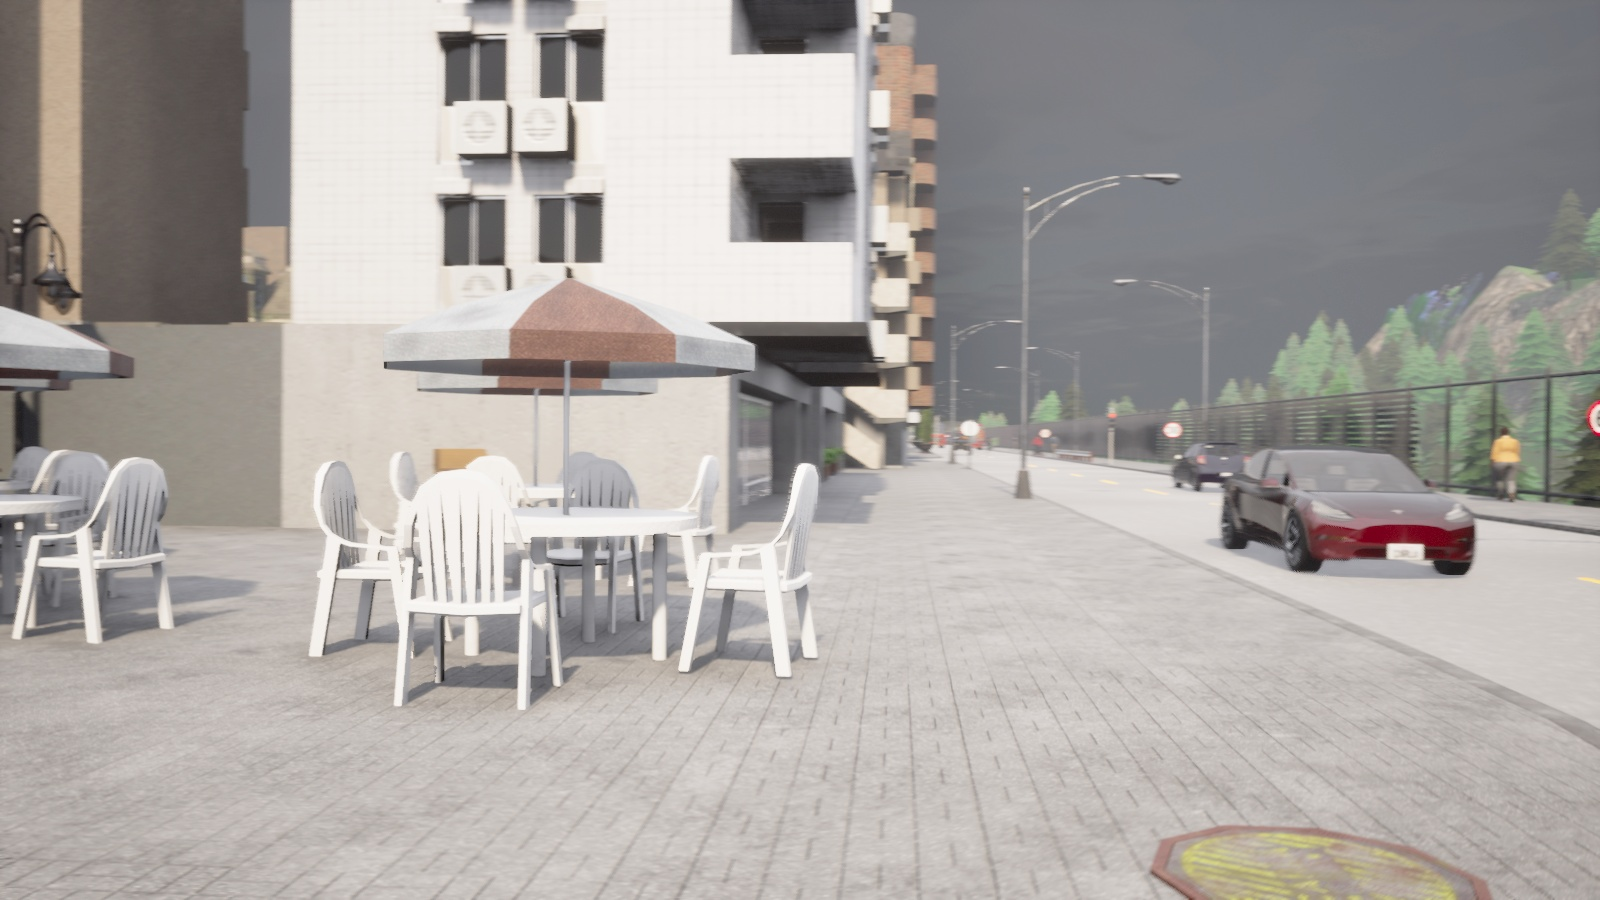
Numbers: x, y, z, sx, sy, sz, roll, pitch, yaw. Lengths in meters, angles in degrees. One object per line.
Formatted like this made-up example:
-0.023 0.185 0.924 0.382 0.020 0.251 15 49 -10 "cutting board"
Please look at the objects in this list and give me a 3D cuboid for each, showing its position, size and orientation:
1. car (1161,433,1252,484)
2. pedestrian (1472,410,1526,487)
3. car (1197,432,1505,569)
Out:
12.459 0.232 38.693 1.845 1.501 3.633 -1 1 4 "car"
17.101 -0.043 30.730 0.874 1.855 0.900 -1 1 8 "pedestrian"
6.842 0.535 16.276 2.163 1.488 4.792 -1 1 4 "car"
